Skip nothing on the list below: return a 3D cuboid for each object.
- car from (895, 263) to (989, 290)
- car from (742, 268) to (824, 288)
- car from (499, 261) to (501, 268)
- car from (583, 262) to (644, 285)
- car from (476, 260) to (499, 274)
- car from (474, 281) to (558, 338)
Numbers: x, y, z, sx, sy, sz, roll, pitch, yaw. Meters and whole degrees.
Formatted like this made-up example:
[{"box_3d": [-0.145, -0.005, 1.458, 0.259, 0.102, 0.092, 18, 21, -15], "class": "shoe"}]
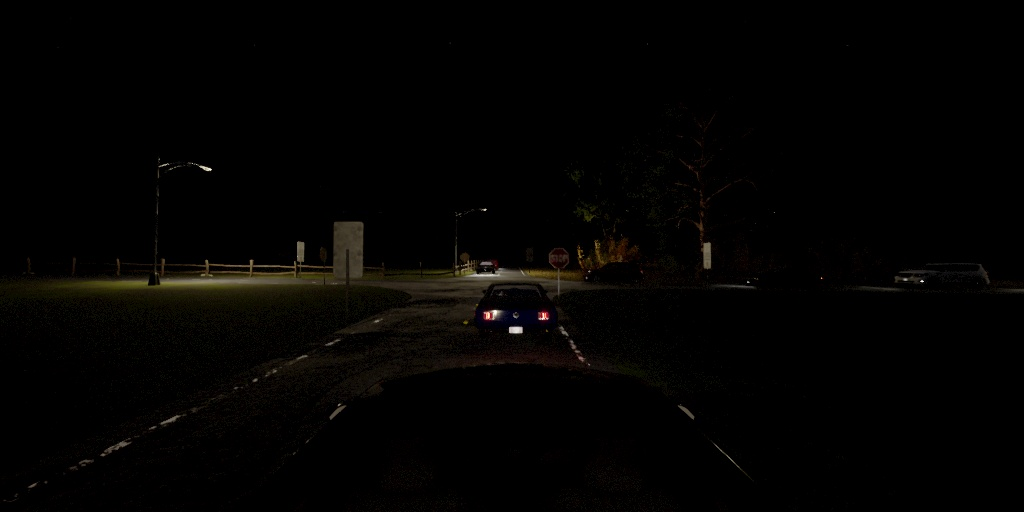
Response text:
[{"box_3d": [33.312, 1.528, 27.861, 5.566, 2.045, 2.150, 1, -1, 0], "class": "car"}, {"box_3d": [20.919, 1.667, 27.756, 5.357, 1.411, 2.033, 1, -1, -1], "class": "car"}, {"box_3d": [-2.935, 1.272, 51.267, 1.882, 1.535, 5.008, 0, 0, 0], "class": "car"}, {"box_3d": [7.870, 1.285, 28.119, 4.553, 1.767, 2.097, 1, -1, 6], "class": "car"}, {"box_3d": [-2.924, 1.344, 41.154, 1.994, 1.385, 4.181, 0, 0, 0], "class": "car"}, {"box_3d": [0.088, 1.354, 10.166, 1.895, 1.301, 4.718, 0, 0, 0], "class": "car"}]
